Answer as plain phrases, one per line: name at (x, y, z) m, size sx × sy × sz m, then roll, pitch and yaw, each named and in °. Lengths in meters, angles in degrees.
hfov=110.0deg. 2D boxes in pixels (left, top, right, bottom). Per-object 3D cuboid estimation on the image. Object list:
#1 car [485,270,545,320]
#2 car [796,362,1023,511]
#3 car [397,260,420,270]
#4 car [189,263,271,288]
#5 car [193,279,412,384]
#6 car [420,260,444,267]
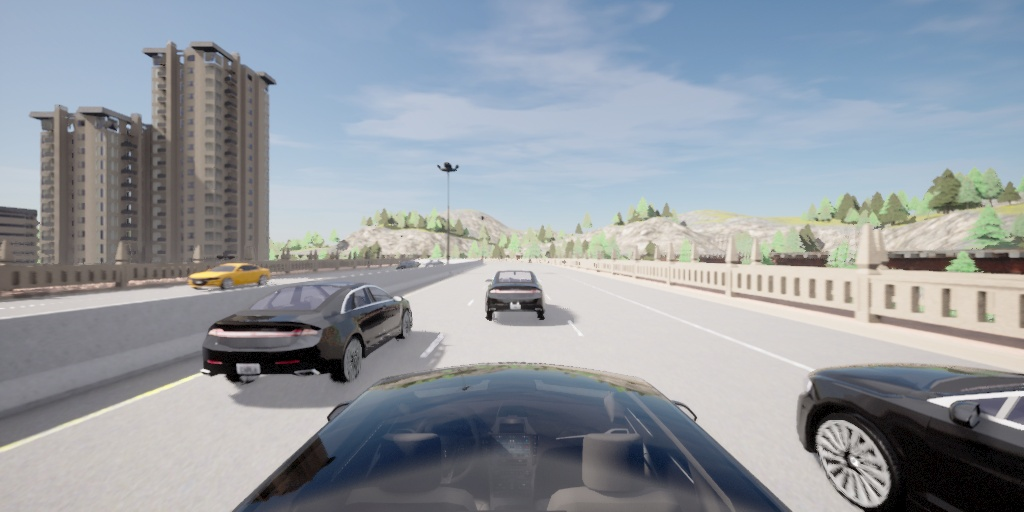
car at (0.097, 1.237, 12.659) m, size 2.128 × 1.511 × 4.902 m, roll 0°, pitch 0°, yaw 0°
car at (3.600, 1.242, 1.387) m, size 2.128 × 1.511 × 4.902 m, roll 0°, pitch 0°, yaw 0°
car at (-14.086, 1.312, 48.609) m, size 1.994 × 1.385 × 4.181 m, roll 0°, pitch 0°, yaw 0°
car at (-17.604, 1.217, 22.641) m, size 1.882 × 1.535 × 5.008 m, roll 0°, pitch 0°, yaw 0°
car at (-3.401, 1.239, 7.052) m, size 2.128 × 1.511 × 4.902 m, roll 0°, pitch 0°, yaw 0°
car at (-10.586, 1.242, 49.047) m, size 2.128 × 1.511 × 4.902 m, roll 0°, pitch 0°, yaw 0°
